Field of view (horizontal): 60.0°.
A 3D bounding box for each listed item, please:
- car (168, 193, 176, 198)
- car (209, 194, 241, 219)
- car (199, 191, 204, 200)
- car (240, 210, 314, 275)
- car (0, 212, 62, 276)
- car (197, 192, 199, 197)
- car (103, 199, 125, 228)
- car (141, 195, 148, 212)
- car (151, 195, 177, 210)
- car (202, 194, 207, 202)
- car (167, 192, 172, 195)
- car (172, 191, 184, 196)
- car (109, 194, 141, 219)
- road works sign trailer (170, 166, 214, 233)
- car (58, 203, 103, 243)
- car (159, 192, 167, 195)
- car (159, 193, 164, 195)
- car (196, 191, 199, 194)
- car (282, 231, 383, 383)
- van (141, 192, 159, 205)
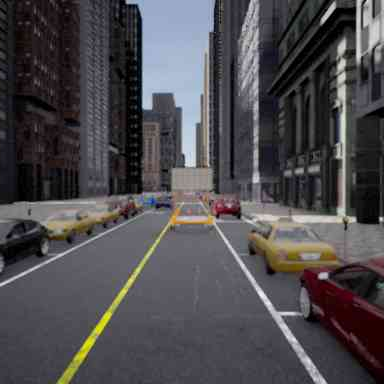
[{"bbox_3d":[-5.792,0.961,94.501,2.008,1.369,4.403,0,0,0],"label":"car"},{"bbox_3d":[2.751,1.133,26.822,2.192,1.841,5.009,0,0,0],"label":"car"},{"bbox_3d":[2.742,1.049,60.664,1.967,1.590,4.097,0,0,0],"label":"car"},{"bbox_3d":[2.757,1.455,10.072,1.752,1.417,4.829,0,0,0],"label":"car"},{"bbox_3d":[-5.768,1.498,9.892,1.947,1.339,4.313,0,0,0],"label":"car"},{"bbox_3d":[2.740,1.108,71.946,1.947,1.339,4.313,0,0,0],"label":"car"},{"bbox_3d":[-5.771,1.382,21.003,1.752,1.417,4.829,0,0,0],"label":"car"},{"bbox_3d":[-5.775,1.308,32.284,1.752,1.417,4.829,0,0,0],"label":"car"},{"bbox_3d":[-3.107,1.348,37.814,1.895,1.301,4.718,0,0,0],"label":"car"},{"bbox_3d":[2.747,1.261,43.744,2.008,1.369,4.403,0,0,0],"label":"car"},{"bbox_3d":[-5.785,0.891,66.296,2.192,1.841,5.009,0,0,0],"label":"car"},{"bbox_3d":[-3.022,0.715,78.389,1.895,1.301,4.718,0,0,0],"label":"car"},{"bbox_3d":[-5.774,1.133,26.812,2.192,1.841,5.009,0,0,0],"label":"car"},{"bbox_3d":[-0.006,0.336,18.724,2.380,3.560,2.880,0,0,0],"label":"road works sign trailer"},{"bbox_3d":[-5.770,1.420,15.362,1.752,1.417,4.829,0,0,0],"label":"car"},{"bbox_3d":[-5.782,0.958,55.015,2.192,1.841,5.009,0,0,0],"label":"car"},{"bbox_3d":[-5.780,1.227,49.376,2.008,1.369,4.403,0,0,0],"label":"car"},{"bbox_3d":[2.735,0.987,88.867,1.887,1.381,4.507,0,0,0],"label":"car"},{"bbox_3d":[2.758,1.514,4.262,1.887,1.381,4.507,0,0,0],"label":"car"},{"bbox_3d":[-5.779,1.052,43.734,1.690,1.788,3.998,0,0,0],"label":"van"}]
